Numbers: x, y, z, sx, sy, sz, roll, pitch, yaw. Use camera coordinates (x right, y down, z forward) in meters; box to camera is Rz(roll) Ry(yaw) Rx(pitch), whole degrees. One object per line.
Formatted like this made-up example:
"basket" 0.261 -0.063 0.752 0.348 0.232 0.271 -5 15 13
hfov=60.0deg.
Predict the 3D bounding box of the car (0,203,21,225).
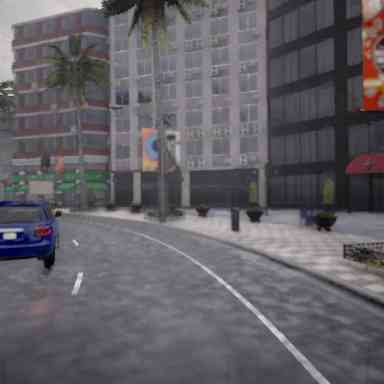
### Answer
"car" -15.446 1.681 26.326 2.128 1.511 4.902 0 0 -43

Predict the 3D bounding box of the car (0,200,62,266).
"car" -5.823 1.293 11.507 2.150 2.045 5.566 0 0 -20

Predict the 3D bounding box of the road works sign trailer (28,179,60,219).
"road works sign trailer" -13.734 0.636 30.096 2.880 3.560 2.380 -1 0 39
